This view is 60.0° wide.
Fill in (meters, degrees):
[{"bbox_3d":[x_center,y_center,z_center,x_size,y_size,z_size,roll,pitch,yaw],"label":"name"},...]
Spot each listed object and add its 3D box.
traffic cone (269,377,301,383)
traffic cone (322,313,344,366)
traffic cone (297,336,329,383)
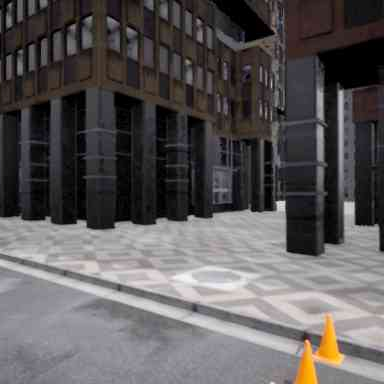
[{"bbox_3d":[0.686,1.940,2.867,0.340,0.580,0.340,1,1,35],"label":"traffic cone"},{"bbox_3d":[1.848,1.943,4.497,0.340,0.580,0.340,1,0,35],"label":"traffic cone"},{"bbox_3d":[1.266,1.941,3.681,0.340,0.580,0.340,1,1,35],"label":"traffic cone"}]
